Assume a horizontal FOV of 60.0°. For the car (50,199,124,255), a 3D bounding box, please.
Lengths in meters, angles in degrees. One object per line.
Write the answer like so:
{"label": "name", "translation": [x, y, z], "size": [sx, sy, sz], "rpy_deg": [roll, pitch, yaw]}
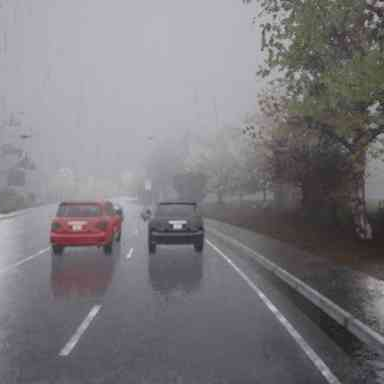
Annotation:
{"label": "car", "translation": [-4.306, 1.350, 14.241], "size": [2.150, 2.045, 5.566], "rpy_deg": [0, 0, -7]}

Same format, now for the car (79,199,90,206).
{"label": "car", "translation": [-22.142, 2.179, 68.393], "size": [2.033, 1.411, 5.357], "rpy_deg": [0, -1, -18]}

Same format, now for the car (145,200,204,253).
{"label": "car", "translation": [-0.830, 1.355, 14.652], "size": [2.150, 2.045, 5.566], "rpy_deg": [0, 0, -7]}

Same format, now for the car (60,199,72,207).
{"label": "car", "translation": [-25.478, 2.149, 67.336], "size": [2.128, 1.511, 4.902], "rpy_deg": [0, -1, -18]}

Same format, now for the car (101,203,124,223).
{"label": "car", "translation": [-7.011, 1.799, 29.549], "size": [1.812, 1.442, 4.674], "rpy_deg": [0, 0, -13]}

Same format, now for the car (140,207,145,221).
{"label": "car", "translation": [-3.591, 1.848, 30.289], "size": [1.994, 1.385, 4.181], "rpy_deg": [0, 0, -13]}
